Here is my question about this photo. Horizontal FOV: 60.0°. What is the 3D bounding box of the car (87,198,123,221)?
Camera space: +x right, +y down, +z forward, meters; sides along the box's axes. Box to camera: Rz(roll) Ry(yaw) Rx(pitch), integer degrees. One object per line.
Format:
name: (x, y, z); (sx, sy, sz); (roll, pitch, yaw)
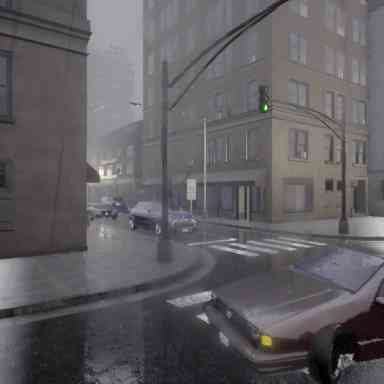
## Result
car: (-7.418, 1.428, 26.084); (1.994, 1.385, 4.181); (0, 0, -35)

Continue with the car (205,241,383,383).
car: (2.966, 1.538, 5.183); (5.357, 1.411, 2.033); (0, 0, -17)

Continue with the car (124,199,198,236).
car: (-1.624, 1.269, 17.977); (2.097, 1.767, 4.553); (0, 0, -36)

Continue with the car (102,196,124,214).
car: (-7.986, 1.191, 31.938); (2.097, 1.767, 4.553); (0, 0, -36)
